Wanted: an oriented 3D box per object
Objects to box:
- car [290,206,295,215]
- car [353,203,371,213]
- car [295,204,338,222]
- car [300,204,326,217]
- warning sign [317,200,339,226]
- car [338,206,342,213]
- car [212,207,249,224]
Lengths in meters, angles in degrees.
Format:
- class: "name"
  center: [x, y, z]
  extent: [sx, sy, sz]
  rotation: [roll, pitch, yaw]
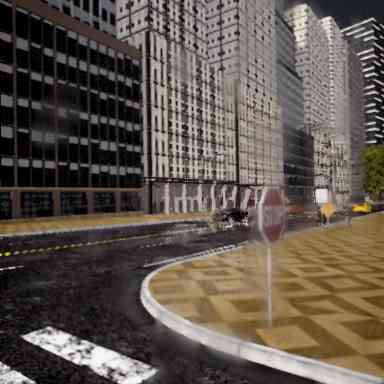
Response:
- class: "car"
  center: [16.014, 2.525, 48.762]
  extent: [1.882, 1.535, 5.008]
  rotation: [-2, -2, 36]
- class: "car"
  center: [26.773, 2.507, 52.297]
  extent: [1.882, 1.535, 5.008]
  rotation: [-2, -2, 36]
- class: "car"
  center: [12.190, 2.124, 32.357]
  extent: [2.128, 1.511, 4.902]
  rotation: [-2, -2, 36]
- class: "car"
  center: [15.572, 2.377, 42.579]
  extent: [1.837, 1.490, 4.892]
  rotation: [-2, -2, 37]
- class: "warning sign"
  center: [10.196, 1.570, 24.962]
  extent: [1.300, 1.860, 1.060]
  rotation: [0, 0, 36]
- class: "car"
  center: [21.617, 2.640, 50.916]
  extent: [1.895, 1.301, 4.718]
  rotation: [-2, -2, 36]
- class: "car"
  center: [3.779, 2.181, 32.199]
  extent: [1.882, 1.535, 5.008]
  rotation: [-2, -2, 36]
